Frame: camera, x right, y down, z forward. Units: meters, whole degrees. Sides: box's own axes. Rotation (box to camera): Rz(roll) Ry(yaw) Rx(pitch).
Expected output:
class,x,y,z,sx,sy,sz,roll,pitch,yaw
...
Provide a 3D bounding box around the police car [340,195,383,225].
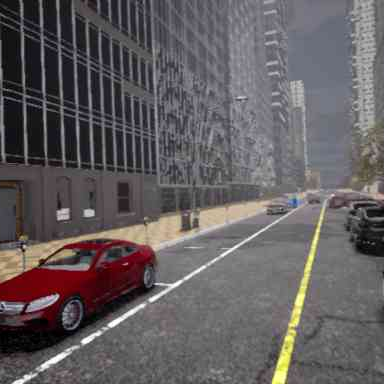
class,x,y,z,sx,sy,sz,roll,pitch,yaw
police car,9.734,1.178,18.917,1.930,1.638,5.238,-2,0,22

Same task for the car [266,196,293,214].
class,x,y,z,sx,sy,sz,roll,pitch,yaw
car,8.596,1.450,33.471,2.008,1.369,4.403,-2,0,22

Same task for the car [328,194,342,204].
class,x,y,z,sx,sy,sz,roll,pitch,yaw
car,22.390,1.064,52.094,1.895,1.301,4.718,-2,0,22

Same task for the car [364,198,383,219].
class,x,y,z,sx,sy,sz,roll,pitch,yaw
car,14.180,1.203,25.019,1.802,1.307,4.206,-2,0,22

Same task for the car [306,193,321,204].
class,x,y,z,sx,sy,sz,roll,pitch,yaw
car,19.406,1.133,52.726,2.033,1.411,5.357,-2,0,22

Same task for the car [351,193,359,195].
class,x,y,z,sx,sy,sz,roll,pitch,yaw
car,18.503,1.072,35.550,2.008,1.369,4.403,-2,0,22

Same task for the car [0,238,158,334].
class,x,y,z,sx,sy,sz,roll,pitch,yaw
car,-2.214,1.720,7.142,1.802,1.307,4.206,-2,0,22

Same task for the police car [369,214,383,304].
class,x,y,z,sx,sy,sz,roll,pitch,yaw
police car,3.657,1.312,4.116,1.930,1.638,5.238,-2,0,22

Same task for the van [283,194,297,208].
class,x,y,z,sx,sy,sz,roll,pitch,yaw
van,12.912,1.135,44.004,1.690,1.788,3.998,-2,0,22

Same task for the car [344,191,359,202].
class,x,y,z,sx,sy,sz,roll,pitch,yaw
car,27.145,0.740,56.613,1.967,1.590,4.097,-2,0,22

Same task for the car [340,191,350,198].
class,x,y,z,sx,sy,sz,roll,pitch,yaw
car,35.797,0.611,77.676,1.887,1.381,4.507,-2,0,22

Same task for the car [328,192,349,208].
class,x,y,z,sx,sy,sz,roll,pitch,yaw
car,17.331,1.119,39.725,1.812,1.442,4.674,-2,0,23

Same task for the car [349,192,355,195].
class,x,y,z,sx,sy,sz,roll,pitch,yaw
car,20.664,1.019,40.816,2.008,1.369,4.403,-2,0,22

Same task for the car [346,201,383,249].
class,x,y,z,sx,sy,sz,roll,pitch,yaw
car,7.416,1.309,13.264,1.837,1.490,4.892,-2,0,22
